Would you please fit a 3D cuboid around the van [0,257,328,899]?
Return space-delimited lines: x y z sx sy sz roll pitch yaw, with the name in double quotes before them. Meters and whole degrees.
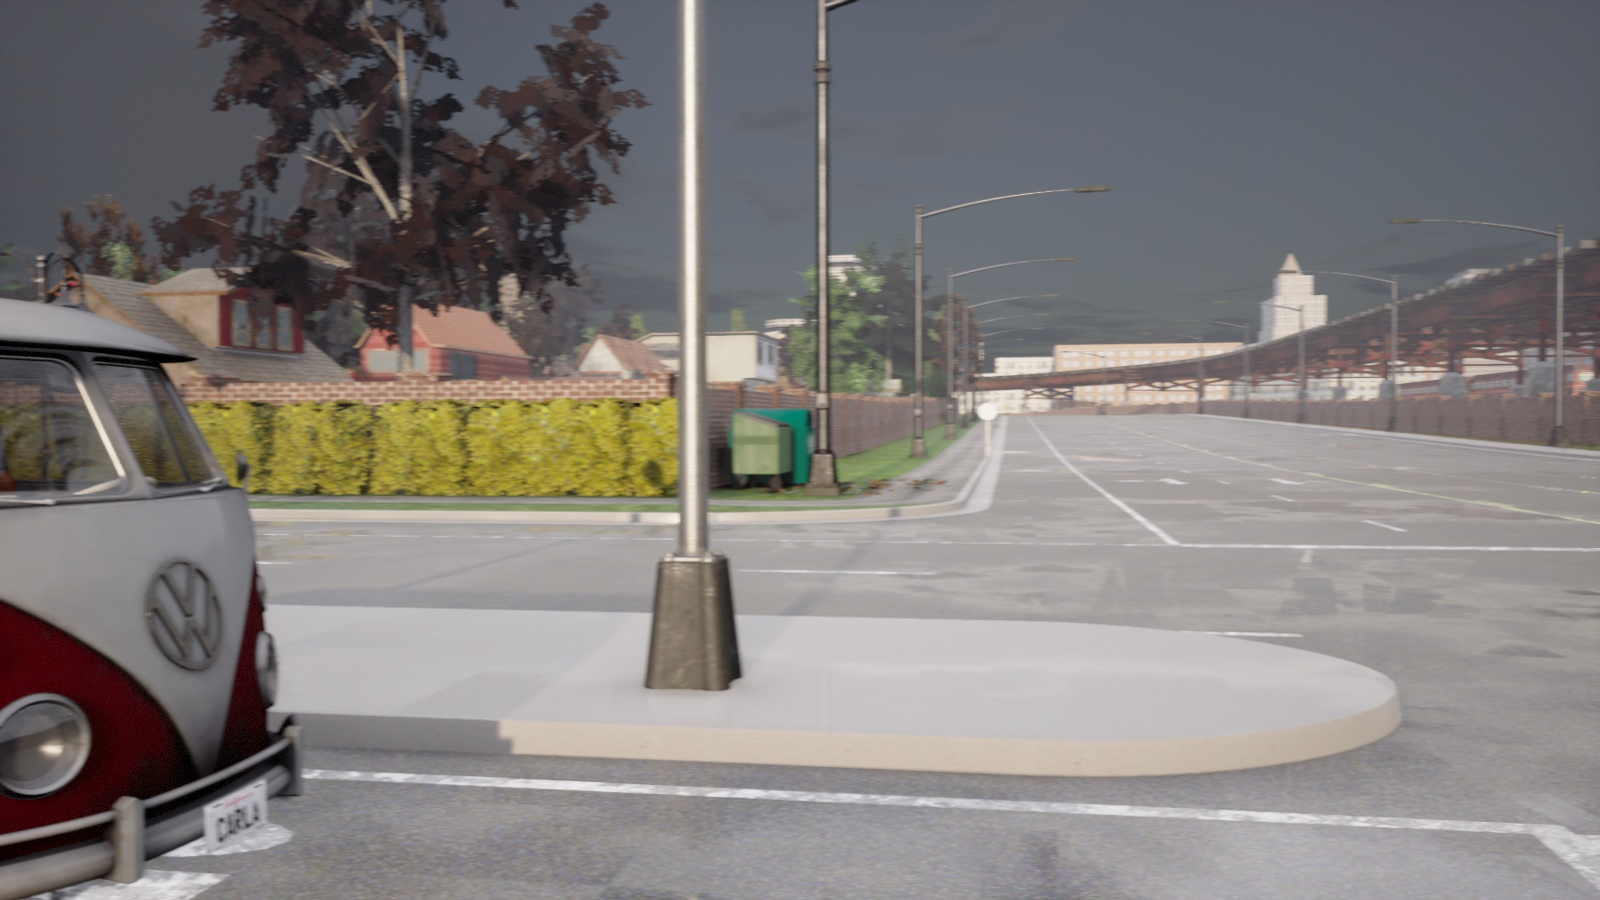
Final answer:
"van" -4.092 0.473 4.146 4.442 1.987 1.775 1 1 9
